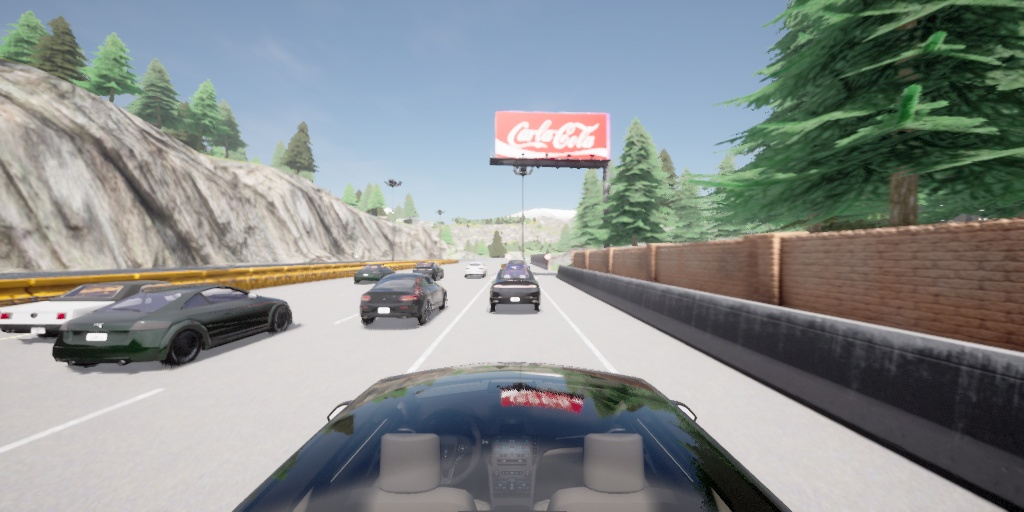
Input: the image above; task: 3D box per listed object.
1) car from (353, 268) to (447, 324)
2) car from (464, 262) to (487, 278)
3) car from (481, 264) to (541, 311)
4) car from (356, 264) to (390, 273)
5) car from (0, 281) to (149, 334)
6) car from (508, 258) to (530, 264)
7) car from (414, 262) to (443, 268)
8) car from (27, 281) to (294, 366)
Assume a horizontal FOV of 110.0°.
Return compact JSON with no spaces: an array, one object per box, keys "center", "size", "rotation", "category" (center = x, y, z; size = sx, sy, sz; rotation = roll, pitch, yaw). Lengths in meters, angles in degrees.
[{"center":[-3.387,1.274,11.773],"size":[1.812,1.442,4.674],"rotation":[0,0,0],"category":"car"},{"center":[-3.396,1.275,34.339],"size":[1.812,1.442,4.674],"rotation":[0,0,0],"category":"car"},{"center":[0.112,1.242,14.457],"size":[2.128,1.511,4.902],"rotation":[0,0,0],"category":"car"},{"center":[-10.383,1.310,27.404],"size":[1.994,1.385,4.181],"rotation":[0,0,0],"category":"car"},{"center":[-10.390,1.347,10.088],"size":[1.895,1.301,4.718],"rotation":[0,0,0],"category":"car"},{"center":[0.629,1.103,33.872],"size":[2.097,1.767,4.553],"rotation":[0,0,9],"category":"car"},{"center":[-6.883,1.239,29.705],"size":[2.128,1.511,4.902],"rotation":[0,0,0],"category":"car"},{"center":[-6.884,1.311,7.948],"size":[1.994,1.385,4.181],"rotation":[0,0,0],"category":"car"}]
